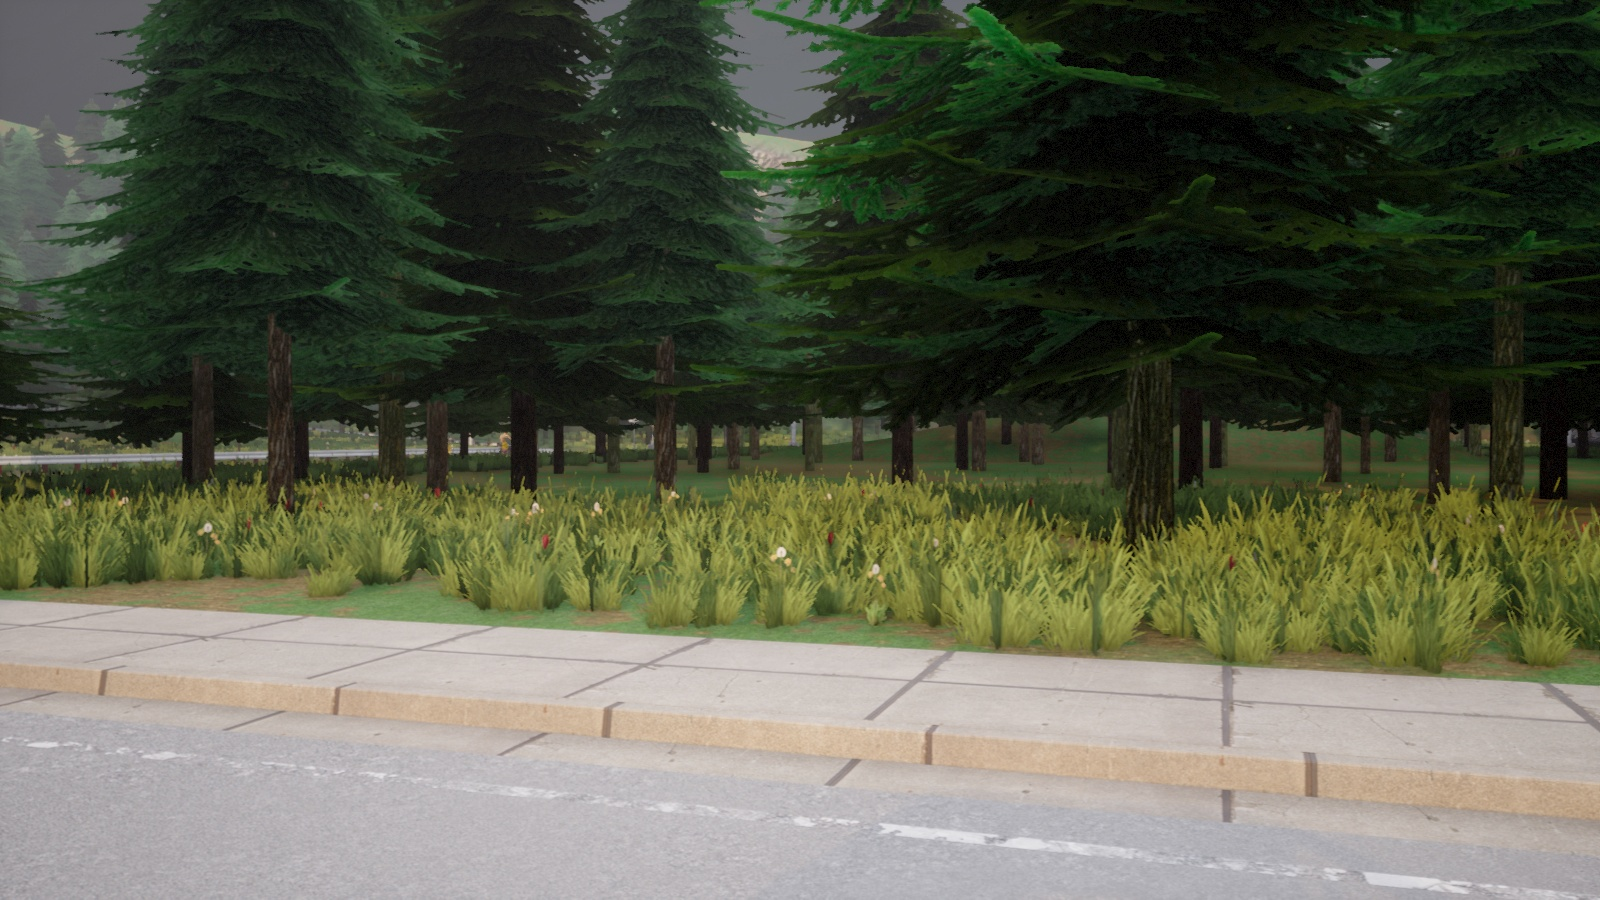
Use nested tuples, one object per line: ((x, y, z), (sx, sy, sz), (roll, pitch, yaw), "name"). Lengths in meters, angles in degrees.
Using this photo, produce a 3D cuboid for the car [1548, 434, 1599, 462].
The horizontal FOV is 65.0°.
((42.983, -0.093, 67.146), (1.837, 1.490, 4.892), (0, 1, -25), "car")
